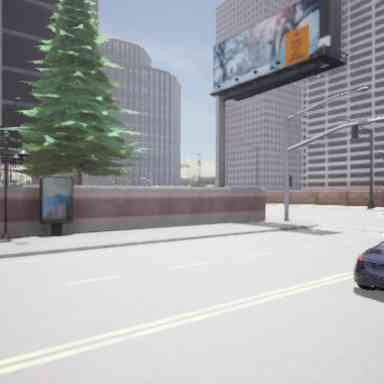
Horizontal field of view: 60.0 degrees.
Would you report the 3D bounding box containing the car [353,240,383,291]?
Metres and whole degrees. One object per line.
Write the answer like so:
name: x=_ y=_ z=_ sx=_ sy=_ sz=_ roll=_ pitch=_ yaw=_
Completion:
car: x=5.697 y=1.582 z=7.856 sx=4.181 sy=1.385 sz=1.994 roll=0 pitch=0 yaw=-35
